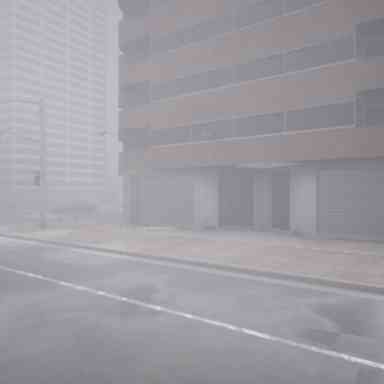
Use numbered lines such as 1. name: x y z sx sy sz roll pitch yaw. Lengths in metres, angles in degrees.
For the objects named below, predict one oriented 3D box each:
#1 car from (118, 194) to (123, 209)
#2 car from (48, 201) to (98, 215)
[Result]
1. car: -7.202 1.462 44.556 2.097 1.767 4.553 0 0 35
2. car: -12.897 1.657 36.434 2.033 1.411 5.357 0 0 35
